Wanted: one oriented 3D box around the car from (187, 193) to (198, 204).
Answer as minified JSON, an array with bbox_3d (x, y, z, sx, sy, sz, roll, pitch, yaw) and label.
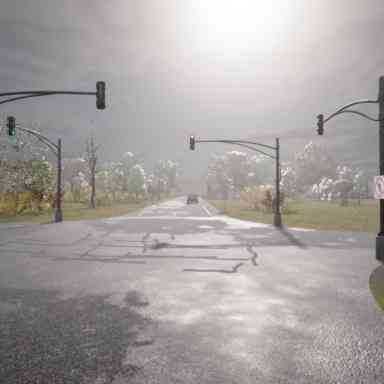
[{"bbox_3d":[0.108,1.292,67.703,2.150,2.045,5.566,0,0,0],"label":"car"}]
